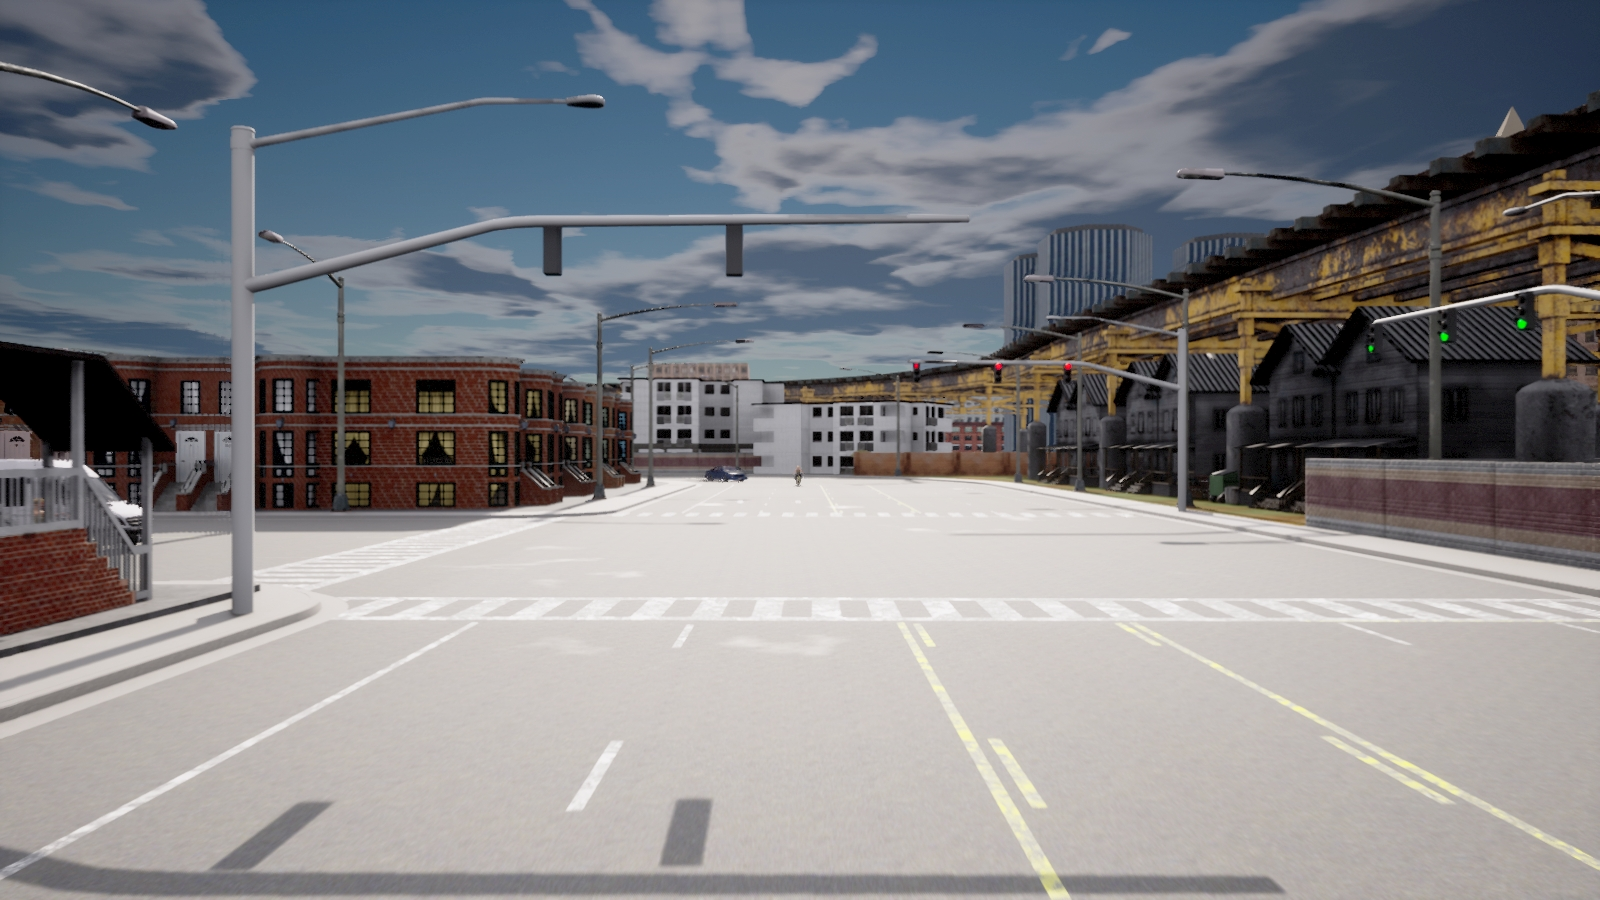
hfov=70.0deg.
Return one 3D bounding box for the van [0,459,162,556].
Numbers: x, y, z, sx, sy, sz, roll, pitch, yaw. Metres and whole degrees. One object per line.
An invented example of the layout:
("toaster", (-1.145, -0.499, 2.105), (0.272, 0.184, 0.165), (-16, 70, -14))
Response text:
("van", (-21.061, 1.538, 31.447), (5.915, 2.561, 1.988), (0, 0, 0))
